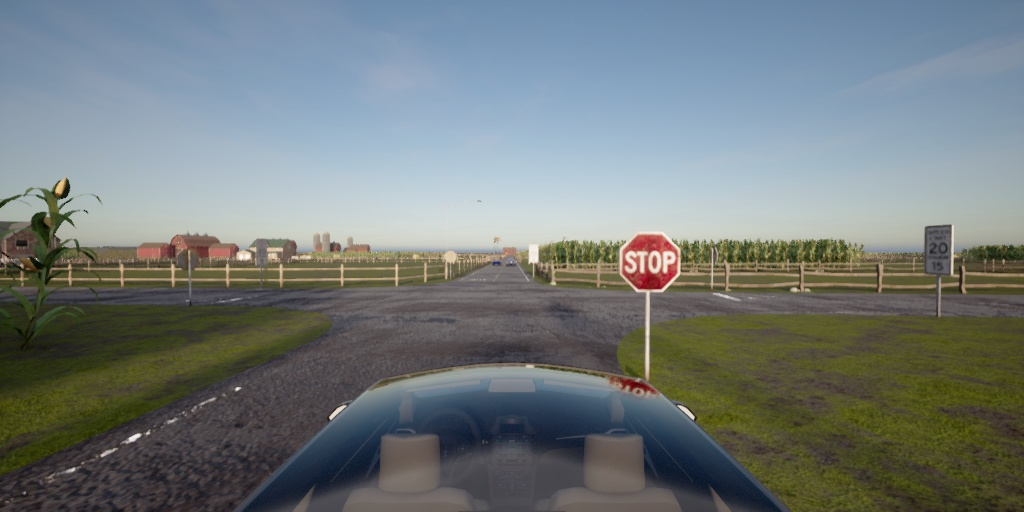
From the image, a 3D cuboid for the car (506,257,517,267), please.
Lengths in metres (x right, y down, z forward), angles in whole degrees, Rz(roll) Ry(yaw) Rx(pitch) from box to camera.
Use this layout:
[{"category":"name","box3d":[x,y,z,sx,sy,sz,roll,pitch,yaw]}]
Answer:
[{"category":"car","box3d":[-0.130,1.190,63.431,2.033,1.411,5.357,0,0,0]}]
